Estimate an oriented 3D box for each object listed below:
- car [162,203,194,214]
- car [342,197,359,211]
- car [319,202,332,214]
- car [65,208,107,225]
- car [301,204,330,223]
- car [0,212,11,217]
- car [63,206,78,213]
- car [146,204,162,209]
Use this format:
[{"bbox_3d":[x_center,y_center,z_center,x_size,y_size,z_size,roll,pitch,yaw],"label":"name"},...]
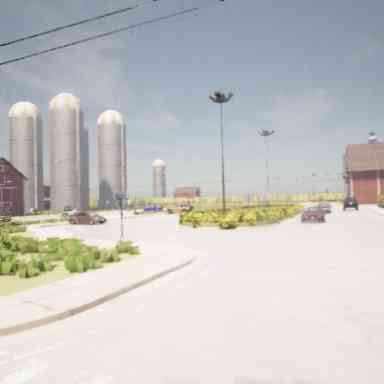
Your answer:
[{"bbox_3d":[-2.009,2.778,55.593,4.605,1.855,1.932,-2,-2,24],"label":"car"},{"bbox_3d":[25.189,1.890,52.810,2.150,2.045,5.566,-2,-2,24],"label":"car"},{"bbox_3d":[18.064,2.190,45.466,2.128,1.511,4.902,-2,-2,24],"label":"car"},{"bbox_3d":[-10.920,2.707,34.953,3.905,1.438,1.784,-2,-2,24],"label":"car"},{"bbox_3d":[11.014,2.038,30.010,1.994,1.385,4.181,-2,-2,24],"label":"car"},{"bbox_3d":[-23.166,3.123,39.051,4.193,1.474,1.816,-2,-2,24],"label":"car"},{"bbox_3d":[-18.245,3.115,51.618,3.866,1.878,1.905,-2,-2,24],"label":"car"},{"bbox_3d":[-8.463,3.578,73.755,4.611,1.667,2.242,-2,-2,24],"label":"car"}]
